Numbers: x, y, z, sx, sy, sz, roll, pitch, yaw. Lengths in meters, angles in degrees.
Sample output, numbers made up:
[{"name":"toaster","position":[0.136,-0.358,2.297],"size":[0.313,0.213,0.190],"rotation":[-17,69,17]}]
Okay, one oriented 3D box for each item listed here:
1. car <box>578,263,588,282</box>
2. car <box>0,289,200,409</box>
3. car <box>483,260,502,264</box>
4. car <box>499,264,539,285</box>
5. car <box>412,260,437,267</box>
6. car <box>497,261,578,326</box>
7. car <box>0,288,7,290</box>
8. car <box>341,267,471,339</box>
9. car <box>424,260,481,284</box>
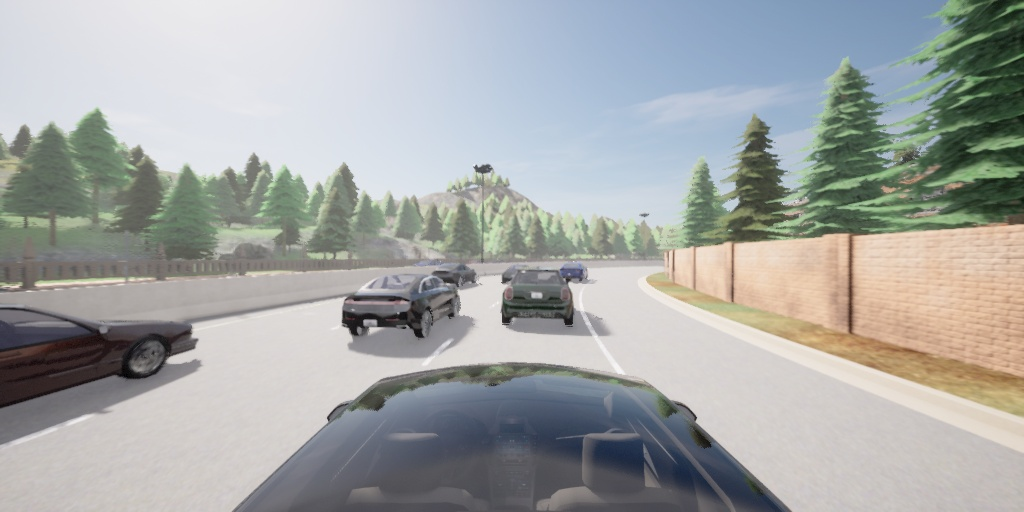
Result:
[{"name":"car","position":[5.292,1.284,30.498],"size":[1.882,1.535,5.008],"rotation":[0,0,19]},{"name":"car","position":[-6.805,1.266,4.155],"size":[2.033,1.411,5.357],"rotation":[0,0,2]},{"name":"car","position":[-2.336,1.290,48.306],"size":[1.837,1.490,4.892],"rotation":[0,0,28]},{"name":"car","position":[0.646,1.344,27.453],"size":[1.994,1.385,4.181],"rotation":[0,0,17]},{"name":"car","position":[-10.916,1.219,46.668],"size":[1.882,1.535,5.008],"rotation":[0,0,25]},{"name":"car","position":[0.922,1.117,12.057],"size":[2.097,1.767,4.553],"rotation":[0,0,6]},{"name":"car","position":[-13.789,1.191,7.110],"size":[1.837,1.490,4.892],"rotation":[0,0,4]},{"name":"car","position":[-2.824,1.236,10.142],"size":[2.128,1.511,4.902],"rotation":[0,0,5]},{"name":"car","position":[-3.831,1.259,24.460],"size":[1.837,1.490,4.892],"rotation":[0,0,14]}]
